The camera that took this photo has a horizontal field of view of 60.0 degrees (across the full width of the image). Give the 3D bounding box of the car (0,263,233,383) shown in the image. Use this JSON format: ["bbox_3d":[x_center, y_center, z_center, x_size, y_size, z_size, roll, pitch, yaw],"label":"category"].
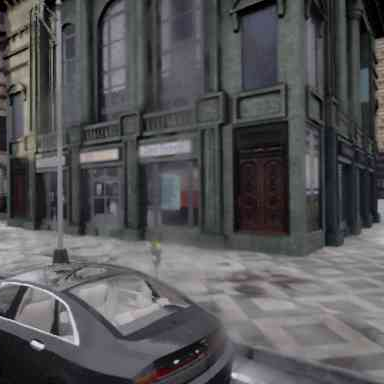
[{"bbox_3d":[-1.634,1.584,4.127,4.403,1.369,2.008,-1,-1,35],"label":"car"}]
